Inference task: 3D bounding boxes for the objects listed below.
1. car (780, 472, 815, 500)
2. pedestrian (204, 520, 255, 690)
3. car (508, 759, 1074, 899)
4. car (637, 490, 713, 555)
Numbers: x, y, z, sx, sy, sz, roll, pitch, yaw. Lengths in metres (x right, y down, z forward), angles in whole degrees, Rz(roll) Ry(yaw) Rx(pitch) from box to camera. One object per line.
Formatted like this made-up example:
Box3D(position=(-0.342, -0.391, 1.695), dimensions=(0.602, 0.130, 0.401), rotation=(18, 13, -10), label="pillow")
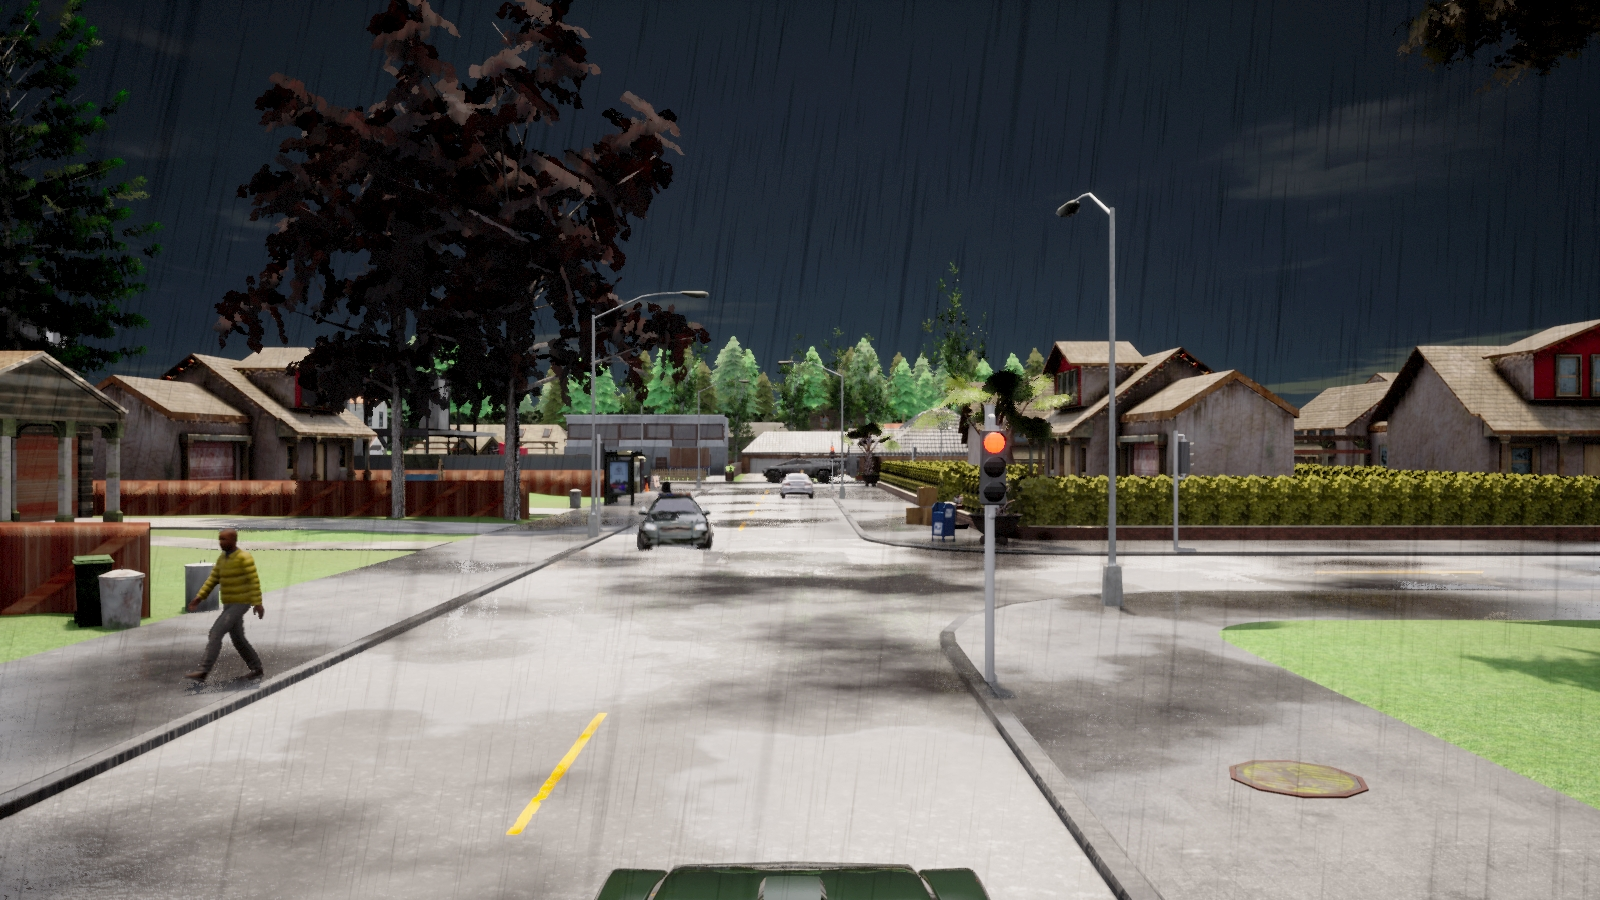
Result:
Box3D(position=(-0.164, 2.081, 66.907), dimensions=(2.002, 1.442, 4.674), rotation=(0, 0, 0), label="car")
Box3D(position=(-6.499, 1.746, 13.016), dimensions=(0.375, 1.860, 0.375), rotation=(0, 0, 33), label="pedestrian")
Box3D(position=(-0.028, 2.155, 3.193), dimensions=(1.895, 1.301, 4.718), rotation=(0, 0, 0), label="car")
Box3D(position=(-3.668, 2.037, 33.223), dimensions=(2.038, 1.542, 4.974), rotation=(0, 0, -7), label="car")
